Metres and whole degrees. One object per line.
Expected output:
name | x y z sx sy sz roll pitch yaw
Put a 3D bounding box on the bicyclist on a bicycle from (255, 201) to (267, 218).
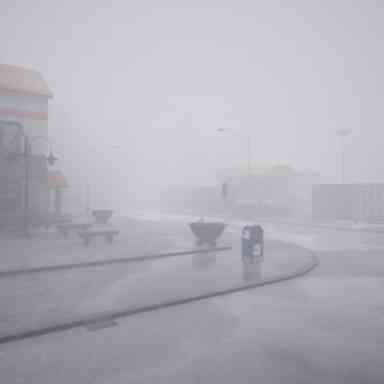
bicyclist on a bicycle | 6.420 1.637 30.848 1.656 1.620 0.582 1 0 -35
